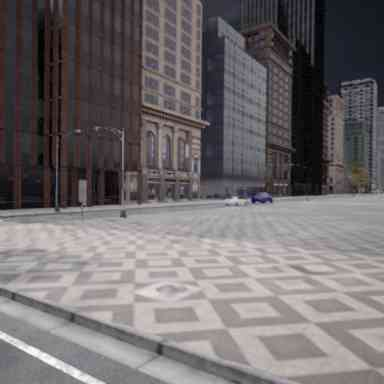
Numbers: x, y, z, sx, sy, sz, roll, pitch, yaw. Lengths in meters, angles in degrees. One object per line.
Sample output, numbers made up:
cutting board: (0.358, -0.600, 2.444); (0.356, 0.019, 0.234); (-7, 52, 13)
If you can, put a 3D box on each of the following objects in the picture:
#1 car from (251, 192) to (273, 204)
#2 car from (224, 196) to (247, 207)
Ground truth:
car: (12.163, 1.041, 57.797); (2.150, 2.045, 5.566); (1, 1, 35)
car: (6.508, 1.388, 49.722); (1.812, 1.442, 4.674); (1, 1, 36)
